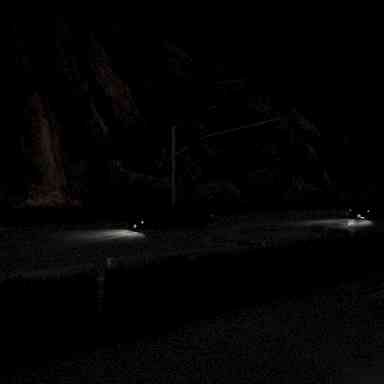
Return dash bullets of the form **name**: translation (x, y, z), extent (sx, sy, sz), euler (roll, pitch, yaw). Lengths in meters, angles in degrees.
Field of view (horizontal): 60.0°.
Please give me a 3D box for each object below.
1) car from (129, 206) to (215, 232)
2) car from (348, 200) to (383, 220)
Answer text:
- **car**: translation (-1.072, 1.556, 20.432), extent (5.357, 1.411, 2.033), euler (0, 0, -36)
- **car**: translation (15.087, 1.571, 27.776), extent (4.718, 1.301, 1.895), euler (0, 0, -36)
